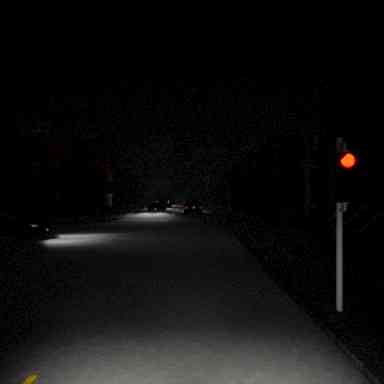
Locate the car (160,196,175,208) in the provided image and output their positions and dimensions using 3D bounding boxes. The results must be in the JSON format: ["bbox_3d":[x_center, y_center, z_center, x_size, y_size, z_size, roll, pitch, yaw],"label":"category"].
[{"bbox_3d":[-4.076,1.337,48.348,2.097,1.767,4.553,0,0,0],"label":"car"}]

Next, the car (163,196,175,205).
[{"bbox_3d":[-4.041,1.508,58.502,1.812,1.442,4.674,0,0,0],"label":"car"}]

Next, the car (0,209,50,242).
[{"bbox_3d":[-9.248,1.521,15.814,4.674,1.442,1.812,0,0,-2],"label":"car"}]

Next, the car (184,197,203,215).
[{"bbox_3d":[0.130,1.537,34.388,2.033,1.411,5.357,0,0,0],"label":"car"}]

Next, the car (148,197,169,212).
[{"bbox_3d":[-4.090,1.589,39.385,1.895,1.301,4.718,0,0,0],"label":"car"}]
